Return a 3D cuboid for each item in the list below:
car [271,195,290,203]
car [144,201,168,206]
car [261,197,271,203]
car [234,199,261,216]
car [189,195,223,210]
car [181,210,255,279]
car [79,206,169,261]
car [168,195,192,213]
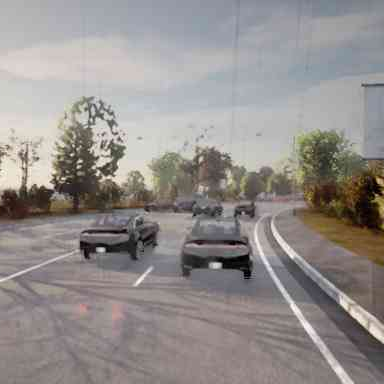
[{"bbox_3d":[20.044,1.491,73.981,2.097,1.767,4.553,0,0,39],"label":"car"},{"bbox_3d":[-3.805,1.682,38.504,1.895,1.301,4.718,0,0,20],"label":"car"},{"bbox_3d":[16.823,1.752,75.584,1.994,1.385,4.181,0,0,39],"label":"car"},{"bbox_3d":[5.200,1.602,31.619,1.837,1.490,4.892,0,0,17],"label":"car"},{"bbox_3d":[1.595,1.438,31.728,2.097,1.767,4.553,0,0,16],"label":"car"},{"bbox_3d":[0.812,1.522,10.241,2.128,1.511,4.902,0,0,6],"label":"car"},{"bbox_3d":[-2.460,1.522,12.399,2.128,1.511,4.902,0,0,7],"label":"car"},{"bbox_3d":[-0.306,1.314,37.922,2.150,2.045,5.566,0,0,20],"label":"car"}]
